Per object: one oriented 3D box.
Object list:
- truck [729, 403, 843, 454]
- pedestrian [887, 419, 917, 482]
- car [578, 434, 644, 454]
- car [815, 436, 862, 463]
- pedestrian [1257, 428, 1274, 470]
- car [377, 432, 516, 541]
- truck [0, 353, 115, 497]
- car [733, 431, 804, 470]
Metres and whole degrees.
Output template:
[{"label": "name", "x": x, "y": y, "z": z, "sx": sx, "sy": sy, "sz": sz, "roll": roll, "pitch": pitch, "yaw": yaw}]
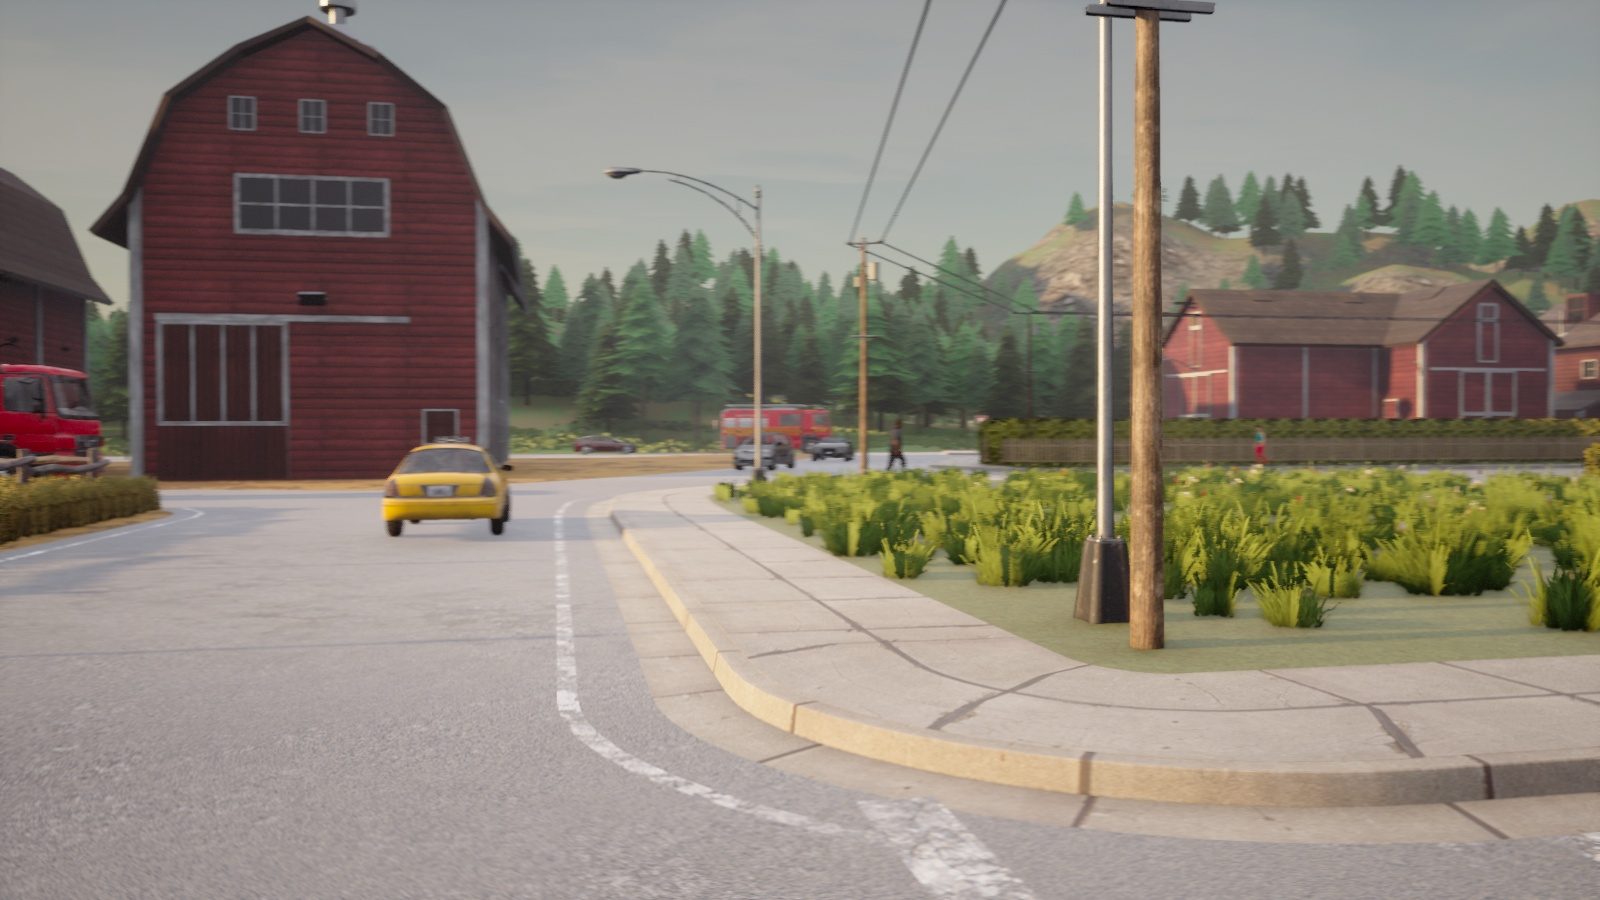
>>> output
[{"label": "truck", "x": -1.146, "y": -1.607, "z": 96.279, "sx": 8.468, "sy": 3.827, "sz": 2.891, "roll": 0, "pitch": 0, "yaw": -6}, {"label": "pedestrian", "x": 3.018, "y": 0.024, "z": 37.164, "sx": 0.694, "sy": 1.848, "sz": 0.540, "roll": 0, "pitch": 1, "yaw": -18}, {"label": "car", "x": -14.196, "y": -0.481, "z": 94.183, "sx": 4.792, "sy": 1.488, "sz": 2.163, "roll": 0, "pitch": 1, "yaw": -10}, {"label": "car", "x": 2.136, "y": -0.052, "z": 68.637, "sx": 1.994, "sy": 1.385, "sz": 4.181, "roll": 0, "pitch": 1, "yaw": 10}, {"label": "pedestrian", "x": 20.031, "y": -0.047, "z": 54.044, "sx": 0.594, "sy": 1.836, "sz": 0.345, "roll": 0, "pitch": 1, "yaw": -14}, {"label": "car", "x": -5.751, "y": 0.494, "z": 20.991, "sx": 1.801, "sy": 1.575, "sz": 5.366, "roll": 0, "pitch": 1, "yaw": -11}, {"label": "truck", "x": -21.792, "y": -0.625, "z": 31.154, "sx": 7.936, "sy": 3.462, "sz": 2.891, "roll": 0, "pitch": 1, "yaw": -13}, {"label": "car", "x": -1.307, "y": -0.007, "z": 53.742, "sx": 1.851, "sy": 1.617, "sz": 3.988, "roll": 0, "pitch": 1, "yaw": 17}]
